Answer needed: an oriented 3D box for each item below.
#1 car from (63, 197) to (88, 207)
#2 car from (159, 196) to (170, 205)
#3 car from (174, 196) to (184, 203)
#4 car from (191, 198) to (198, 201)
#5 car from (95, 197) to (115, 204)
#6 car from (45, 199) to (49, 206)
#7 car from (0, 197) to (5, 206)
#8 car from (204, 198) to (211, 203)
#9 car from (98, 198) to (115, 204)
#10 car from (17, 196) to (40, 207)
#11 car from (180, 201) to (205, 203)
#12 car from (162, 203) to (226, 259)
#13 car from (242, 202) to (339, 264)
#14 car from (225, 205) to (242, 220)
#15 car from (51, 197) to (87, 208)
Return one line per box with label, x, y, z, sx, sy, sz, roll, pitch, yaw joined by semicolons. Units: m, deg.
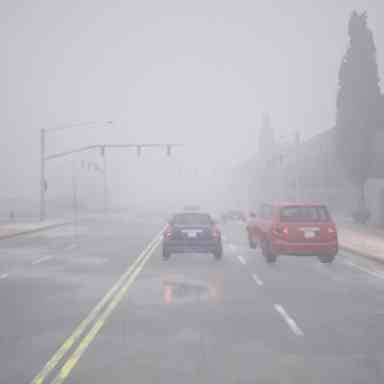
car;-21.434;1.825;61.134;3.866;1.878;1.905;0;-1;0
car;-6.636;2.104;80.568;2.150;2.045;5.566;0;-1;1
car;-3.137;2.103;80.478;2.150;2.045;5.566;0;-1;1
car;0.563;2.433;88.142;1.882;1.535;5.008;0;-1;1
car;-21.465;2.038;80.756;3.866;1.878;1.905;0;-1;0
car;-38.920;2.278;83.635;3.905;1.438;1.784;0;-1;0
car;-38.900;2.094;63.842;3.806;1.475;1.970;0;-1;0
car;4.053;2.476;87.733;2.128;1.511;4.902;0;-1;1
car;-21.453;2.309;83.649;3.806;1.475;1.970;0;-1;0
car;-38.985;2.036;80.741;4.605;1.855;1.932;0;-1;0
car;-0.026;1.819;28.500;1.837;1.490;4.892;0;0;0
car;0.012;1.499;13.412;2.097;1.767;4.553;0;-1;0
car;3.503;1.363;12.562;2.150;2.045;5.566;0;0;0
car;3.473;1.842;28.926;1.812;1.442;4.674;0;0;0
car;-21.489;1.790;58.240;4.605;1.855;1.932;0;-1;0
